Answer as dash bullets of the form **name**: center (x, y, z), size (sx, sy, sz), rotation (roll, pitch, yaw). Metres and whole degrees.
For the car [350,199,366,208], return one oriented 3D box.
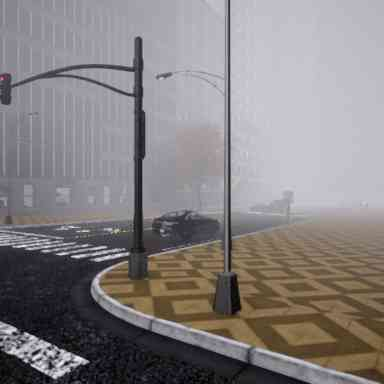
- **car**: center (42.211, 3.144, 84.396), size (1.882, 1.535, 5.008), rotation (0, -1, 33)

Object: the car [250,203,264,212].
- **car**: center (11.001, 2.493, 54.075), size (1.994, 1.385, 4.181), rotation (0, -1, 33)

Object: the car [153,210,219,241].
- **car**: center (-0.184, 1.797, 18.812), size (2.128, 1.511, 4.902), rotation (0, -1, 33)

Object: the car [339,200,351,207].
- **car**: center (39.481, 3.202, 86.160), size (2.033, 1.411, 5.357), rotation (0, -1, 33)

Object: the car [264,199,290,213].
- **car**: center (13.718, 2.155, 52.290), size (2.150, 2.045, 5.566), rotation (0, -1, 33)
